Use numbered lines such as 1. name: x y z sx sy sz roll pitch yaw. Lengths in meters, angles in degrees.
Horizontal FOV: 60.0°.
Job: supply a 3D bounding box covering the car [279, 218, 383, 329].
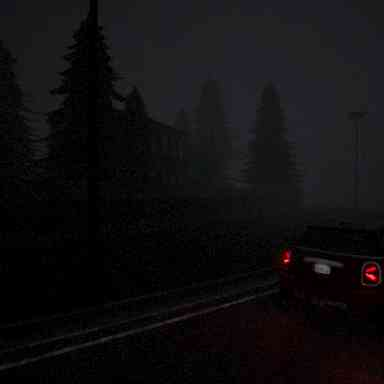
1. car: 3.925 1.384 7.192 4.553 1.767 2.097 0 0 -40
